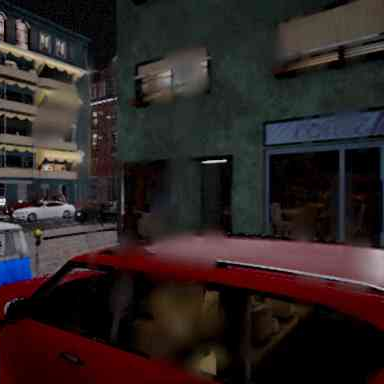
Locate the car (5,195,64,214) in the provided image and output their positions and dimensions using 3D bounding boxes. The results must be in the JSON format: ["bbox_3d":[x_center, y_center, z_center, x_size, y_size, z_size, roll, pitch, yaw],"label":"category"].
[{"bbox_3d":[-13.000,1.202,28.197,2.192,1.841,5.009,1,1,35],"label":"car"}]

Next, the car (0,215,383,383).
[{"bbox_3d":[-0.189,1.326,2.998,5.009,1.841,2.192,0,0,36],"label":"car"}]

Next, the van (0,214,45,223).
[{"bbox_3d":[-4.689,1.387,6.208,3.998,1.788,1.690,0,0,35],"label":"van"}]

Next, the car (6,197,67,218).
[{"bbox_3d":[-11.430,1.429,25.953,1.812,1.442,4.674,0,1,35],"label":"car"}]

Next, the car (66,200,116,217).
[{"bbox_3d":[-6.166,1.464,23.354,1.947,1.339,4.313,1,1,35],"label":"car"}]
